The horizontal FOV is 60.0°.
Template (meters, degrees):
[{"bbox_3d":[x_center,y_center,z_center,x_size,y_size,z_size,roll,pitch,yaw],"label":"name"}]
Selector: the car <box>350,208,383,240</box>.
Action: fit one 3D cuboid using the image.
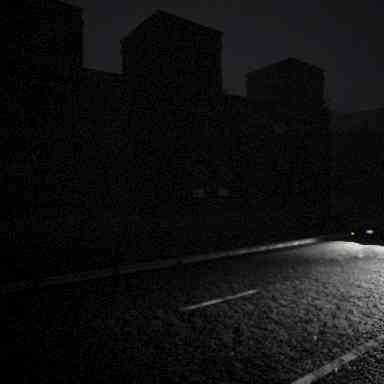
[{"bbox_3d":[8.869,1.430,14.814,4.181,1.385,1.994,-1,0,-37],"label":"car"}]
